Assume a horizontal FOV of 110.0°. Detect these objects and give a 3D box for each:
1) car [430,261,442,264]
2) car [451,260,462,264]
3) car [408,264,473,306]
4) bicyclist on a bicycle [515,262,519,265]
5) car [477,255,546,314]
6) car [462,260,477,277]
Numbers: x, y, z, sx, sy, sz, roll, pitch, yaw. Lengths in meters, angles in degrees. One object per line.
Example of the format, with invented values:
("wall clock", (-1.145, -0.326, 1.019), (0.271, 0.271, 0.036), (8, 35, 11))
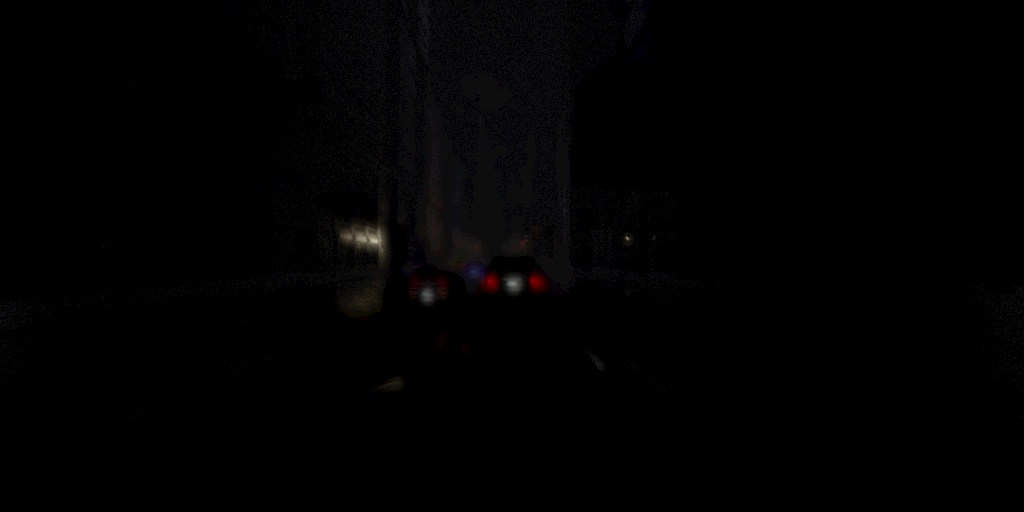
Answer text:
("car", (-9.854, 1.374, 45.666), (2.033, 1.411, 5.357), (0, 0, 0))
("car", (-6.603, 1.304, 45.743), (1.882, 1.535, 5.008), (0, 0, 0))
("car", (-3.170, 1.267, 15.904), (2.128, 1.511, 4.902), (0, 0, 0))
("bicyclist on a bicycle", (0.870, 1.212, 58.550), (0.659, 1.776, 1.843), (0, 0, 0))
("car", (0.078, 0.995, 14.050), (2.150, 2.045, 5.566), (0, 0, 0))
("car", (-3.171, 1.284, 33.263), (1.882, 1.535, 5.008), (0, 0, 0))
